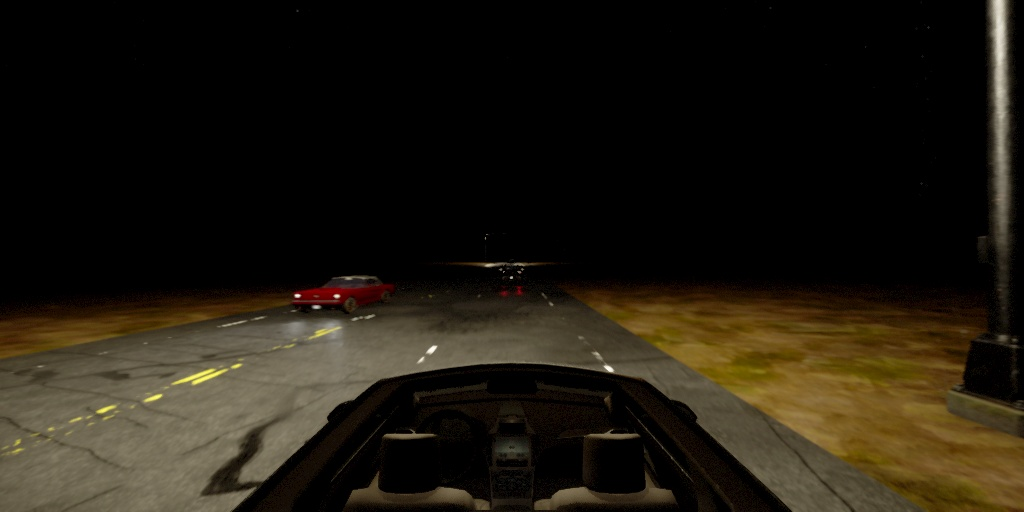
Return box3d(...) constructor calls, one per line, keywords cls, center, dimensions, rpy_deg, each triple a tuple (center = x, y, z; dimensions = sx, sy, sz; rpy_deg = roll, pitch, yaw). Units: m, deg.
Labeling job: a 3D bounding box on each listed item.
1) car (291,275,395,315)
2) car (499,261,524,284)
box3d(cls="car", center=(-6.560, 1.475, 14.541), dimensions=(1.895, 1.301, 4.718), rpy_deg=(0, 0, 5))
box3d(cls="car", center=(-0.030, 1.464, 30.013), dimensions=(2.128, 1.511, 4.902), rpy_deg=(0, 0, 0))
